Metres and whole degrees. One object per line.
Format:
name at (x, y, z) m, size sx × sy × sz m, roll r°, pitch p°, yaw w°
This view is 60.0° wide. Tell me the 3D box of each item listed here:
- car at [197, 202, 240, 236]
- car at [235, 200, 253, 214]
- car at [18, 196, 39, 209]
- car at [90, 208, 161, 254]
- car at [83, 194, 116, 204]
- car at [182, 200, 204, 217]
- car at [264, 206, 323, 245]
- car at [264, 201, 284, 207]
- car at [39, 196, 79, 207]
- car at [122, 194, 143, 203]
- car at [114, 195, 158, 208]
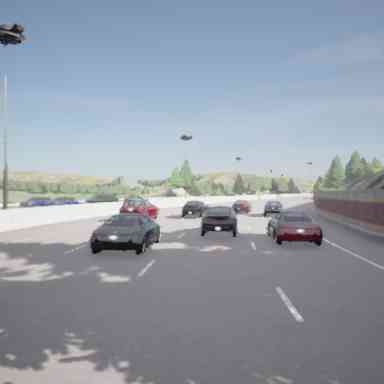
car at (1.596, 1.519, 18.507) m, size 1.837 × 1.490 × 4.892 m, roll 0°, pitch 0°, yaw 8°
car at (5.430, 1.561, 36.242) m, size 1.812 × 1.442 × 4.674 m, roll 0°, pitch 0°, yaw 16°
car at (-18.931, 1.314, 40.666) m, size 2.097 × 1.767 × 4.553 m, roll 0°, pitch 0°, yaw 15°
car at (-2.539, 1.563, 13.595) m, size 1.994 × 1.385 × 4.181 m, roll 0°, pitch 0°, yaw 6°
car at (-11.335, 1.210, 41.934) m, size 2.150 × 2.045 × 5.566 m, roll 0°, pitch 0°, yaw 17°
car at (0.390, 1.522, 30.793) m, size 1.837 × 1.490 × 4.892 m, roll 0°, pitch 0°, yaw 13°
car at (4.755, 1.586, 15.803) m, size 1.994 × 1.385 × 4.181 m, roll 0°, pitch 0°, yaw 7°
car at (8.177, 1.589, 33.264) m, size 2.033 × 1.411 × 5.357 m, roll 0°, pitch 0°, yaw 15°
car at (-15.557, 1.325, 39.752) m, size 2.097 × 1.767 × 4.553 m, roll 0°, pitch 0°, yaw 15°
car at (-12.351, 1.352, 69.262) m, size 2.097 × 1.767 × 4.553 m, roll 0°, pitch 0°, yaw 22°
car at (-4.119, 1.353, 26.471) m, size 2.097 × 1.767 × 4.553 m, roll 0°, pitch 0°, yaw 11°
